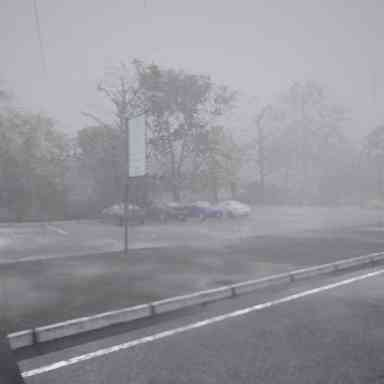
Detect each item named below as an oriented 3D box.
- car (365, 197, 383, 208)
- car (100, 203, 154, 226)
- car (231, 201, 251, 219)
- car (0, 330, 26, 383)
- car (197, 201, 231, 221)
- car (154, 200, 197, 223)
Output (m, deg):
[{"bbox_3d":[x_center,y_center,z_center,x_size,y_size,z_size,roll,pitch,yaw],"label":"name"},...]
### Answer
[{"bbox_3d":[26.284,1.435,45.265,2.097,1.535,5.008,0,0,-35],"label":"car"},{"bbox_3d":[-4.812,1.481,23.108,2.002,1.452,4.674,0,0,-35],"label":"car"},{"bbox_3d":[3.085,1.478,28.737,2.002,1.452,4.674,0,0,-35],"label":"car"},{"bbox_3d":[-3.268,1.602,1.353,4.718,1.301,1.895,0,0,-36],"label":"car"},{"bbox_3d":[0.516,1.439,26.916,2.097,1.535,5.008,0,0,-35],"label":"car"},{"bbox_3d":[-2.143,1.441,25.007,2.231,1.521,4.892,0,0,-35],"label":"car"}]
